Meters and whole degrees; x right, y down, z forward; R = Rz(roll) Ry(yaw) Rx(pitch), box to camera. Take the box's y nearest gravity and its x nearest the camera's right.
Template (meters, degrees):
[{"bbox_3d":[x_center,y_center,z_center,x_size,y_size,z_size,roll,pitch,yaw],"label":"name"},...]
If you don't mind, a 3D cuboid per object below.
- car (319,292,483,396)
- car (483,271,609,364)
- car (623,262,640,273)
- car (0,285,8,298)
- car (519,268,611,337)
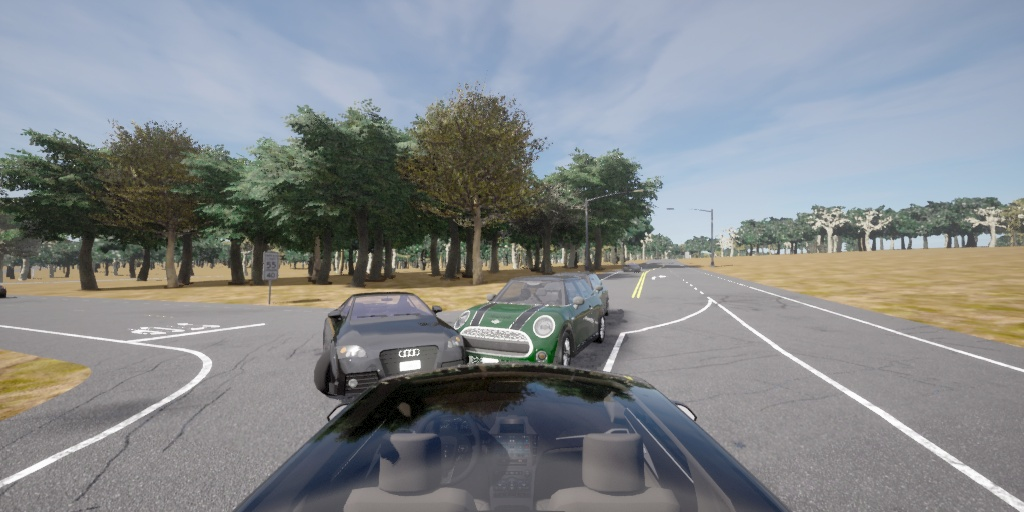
[{"bbox_3d":[-2.355,1.376,6.652,1.994,1.385,4.181,1,-2,-29],"label":"car"},{"bbox_3d":[0.616,1.218,7.856,2.097,1.767,4.553,-1,-2,26],"label":"car"},{"bbox_3d":[15.912,1.548,47.592,1.994,1.385,4.181,-1,0,23],"label":"car"},{"bbox_3d":[-40.855,2.561,27.428,4.181,1.385,1.994,-2,-3,22],"label":"car"},{"bbox_3d":[2.024,1.344,12.169,2.097,1.767,4.553,-1,-1,21],"label":"car"}]
